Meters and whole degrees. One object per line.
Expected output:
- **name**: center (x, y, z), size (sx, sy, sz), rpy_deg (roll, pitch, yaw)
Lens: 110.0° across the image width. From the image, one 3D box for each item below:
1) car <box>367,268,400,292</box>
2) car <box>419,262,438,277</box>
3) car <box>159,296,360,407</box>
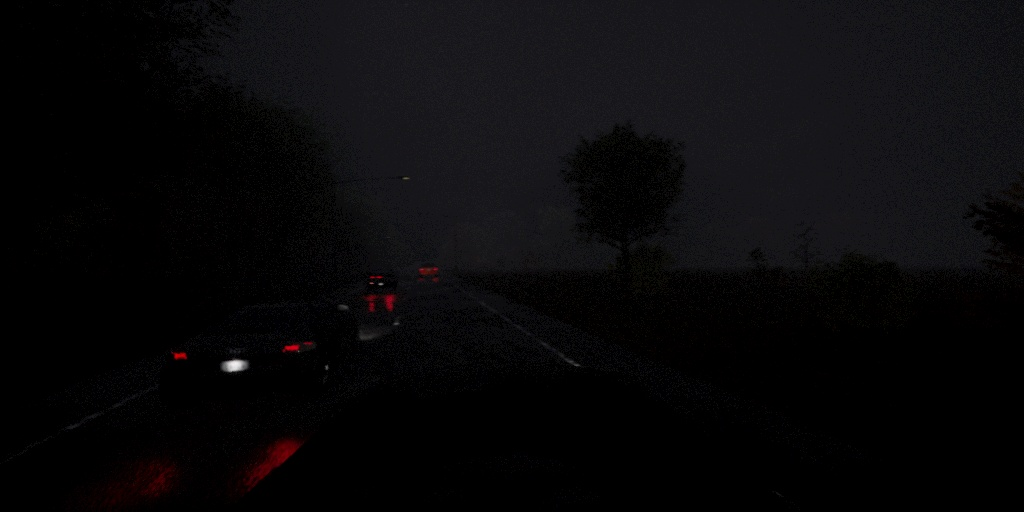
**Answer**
- **car**: center (-8.997, 1.618, 25.272), size (2.128, 1.511, 4.902), rpy_deg (-1, 0, -15)
- **car**: center (-10.382, 1.669, 44.491), size (2.097, 1.767, 4.553), rpy_deg (-1, -1, -15)
- **car**: center (-4.151, 1.438, 6.664), size (1.994, 1.385, 4.181), rpy_deg (-1, 0, -15)
